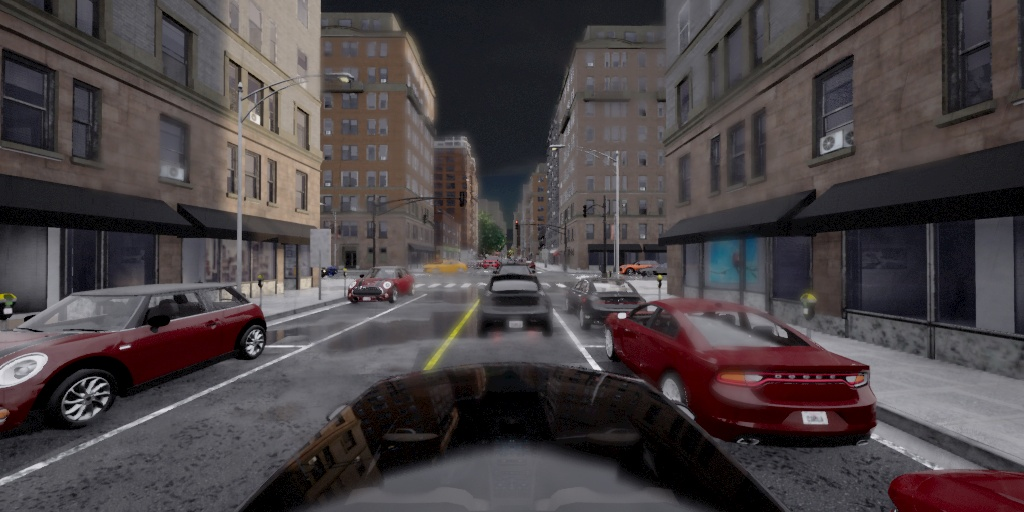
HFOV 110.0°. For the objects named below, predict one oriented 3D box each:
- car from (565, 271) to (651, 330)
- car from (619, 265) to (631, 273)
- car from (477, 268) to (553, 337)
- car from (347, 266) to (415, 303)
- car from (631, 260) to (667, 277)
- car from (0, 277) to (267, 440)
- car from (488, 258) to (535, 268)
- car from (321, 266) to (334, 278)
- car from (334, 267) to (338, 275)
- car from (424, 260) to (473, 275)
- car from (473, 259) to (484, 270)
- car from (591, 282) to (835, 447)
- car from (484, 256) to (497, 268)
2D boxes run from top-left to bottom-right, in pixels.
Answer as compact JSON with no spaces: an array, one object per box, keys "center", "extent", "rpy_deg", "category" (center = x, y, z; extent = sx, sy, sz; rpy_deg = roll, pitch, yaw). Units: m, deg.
[{"center":[2.683,1.303,10.889],"extent":[2.007,1.370,4.403],"rpy_deg":[0,0,0],"category":"car"},{"center":[14.024,1.222,39.265],"extent":[4.553,1.767,2.097],"rpy_deg":[0,0,0],"category":"car"},{"center":[0.056,1.258,10.313],"extent":[1.837,1.490,4.892],"rpy_deg":[0,0,-1],"category":"car"},{"center":[-5.835,1.195,16.389],"extent":[1.967,1.591,4.097],"rpy_deg":[0,0,0],"category":"car"},{"center":[15.189,1.395,36.004],"extent":[5.357,1.411,2.033],"rpy_deg":[0,0,0],"category":"car"},{"center":[-5.852,1.190,5.403],"extent":[1.967,1.591,4.097],"rpy_deg":[0,0,0],"category":"car"},{"center":[0.120,1.108,17.728],"extent":[2.097,1.767,4.553],"rpy_deg":[0,0,0],"category":"car"},{"center":[-18.020,0.869,29.159],"extent":[5.566,2.045,2.150],"rpy_deg":[0,0,0],"category":"car"},{"center":[-18.410,1.150,32.413],"extent":[5.008,1.535,1.882],"rpy_deg":[0,0,0],"category":"car"},{"center":[-7.383,1.252,40.167],"extent":[5.008,1.535,1.882],"rpy_deg":[0,1,-35],"category":"car"},{"center":[-5.909,1.346,54.750],"extent":[2.007,1.370,4.403],"rpy_deg":[0,0,0],"category":"car"},{"center":[2.675,1.296,5.397],"extent":[1.888,1.381,4.507],"rpy_deg":[0,0,0],"category":"car"},{"center":[-3.151,1.020,55.348],"extent":[2.150,2.045,5.566],"rpy_deg":[0,0,0],"category":"car"}]
